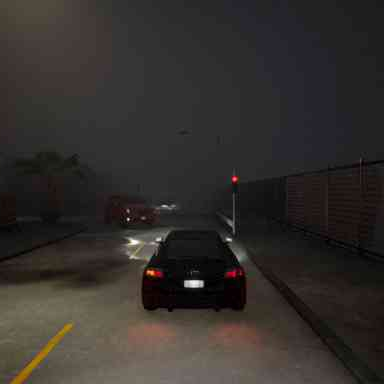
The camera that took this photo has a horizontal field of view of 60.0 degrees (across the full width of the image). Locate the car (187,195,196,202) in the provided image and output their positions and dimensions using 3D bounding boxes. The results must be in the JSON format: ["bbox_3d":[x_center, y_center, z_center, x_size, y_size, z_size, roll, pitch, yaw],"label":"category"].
[{"bbox_3d":[-0.192,1.524,75.515,1.812,1.442,4.674,0,0,0],"label":"car"}]

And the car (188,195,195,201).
[{"bbox_3d":[-0.220,1.524,85.755,1.812,1.442,4.674,0,0,0],"label":"car"}]

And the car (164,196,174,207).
[{"bbox_3d":[-4.224,1.478,51.816,1.882,1.535,5.008,0,0,0],"label":"car"}]

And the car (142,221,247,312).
[{"bbox_3d":[0.044,1.564,7.785,1.994,1.385,4.181,0,0,0],"label":"car"}]

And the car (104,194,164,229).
[{"bbox_3d":[-4.274,1.221,22.481,2.150,2.045,5.566,2,-1,-30],"label":"car"}]

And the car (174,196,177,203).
[{"bbox_3d":[-4.220,1.492,61.082,2.128,1.511,4.902,0,0,0],"label":"car"}]

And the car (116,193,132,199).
[{"bbox_3d":[-17.497,1.134,85.753,3.633,1.501,1.845,0,0,0],"label":"car"}]

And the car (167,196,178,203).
[{"bbox_3d":[-4.182,1.540,71.390,2.033,1.411,5.357,0,0,0],"label":"car"}]
